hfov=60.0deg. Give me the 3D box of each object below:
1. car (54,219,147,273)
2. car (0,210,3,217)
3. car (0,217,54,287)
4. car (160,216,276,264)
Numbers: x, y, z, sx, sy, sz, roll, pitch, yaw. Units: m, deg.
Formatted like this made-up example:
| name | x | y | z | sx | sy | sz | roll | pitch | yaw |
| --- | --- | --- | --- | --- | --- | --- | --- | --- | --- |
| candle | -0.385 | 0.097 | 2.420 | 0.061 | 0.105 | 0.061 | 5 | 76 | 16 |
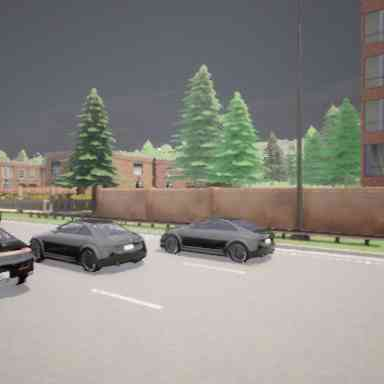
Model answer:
| name | x | y | z | sx | sy | sz | roll | pitch | yaw |
| --- | --- | --- | --- | --- | --- | --- | --- | --- | --- |
| car | -3.448 | 1.566 | 10.752 | 4.181 | 1.385 | 1.994 | 0 | 0 | 36 |
| car | -15.187 | 1.510 | 23.427 | 4.892 | 1.490 | 1.837 | 0 | 0 | 36 |
| car | -5.813 | 1.493 | 8.140 | 4.902 | 1.511 | 2.128 | 0 | 0 | 36 |
| car | 0.846 | 1.565 | 11.988 | 4.181 | 1.385 | 1.994 | 0 | 0 | 36 |
